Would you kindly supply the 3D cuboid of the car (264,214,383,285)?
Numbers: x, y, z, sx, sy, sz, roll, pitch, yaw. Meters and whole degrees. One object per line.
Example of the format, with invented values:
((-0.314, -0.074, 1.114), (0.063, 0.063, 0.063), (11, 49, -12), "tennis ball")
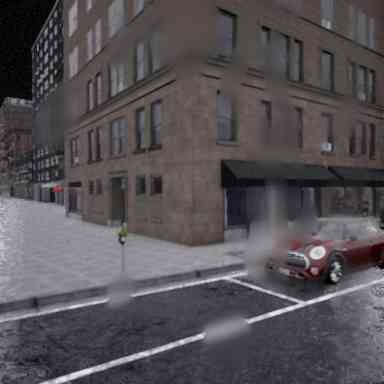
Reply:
((3.938, 1.468, 9.470), (4.097, 1.590, 1.967), (0, -1, -35), "car")
